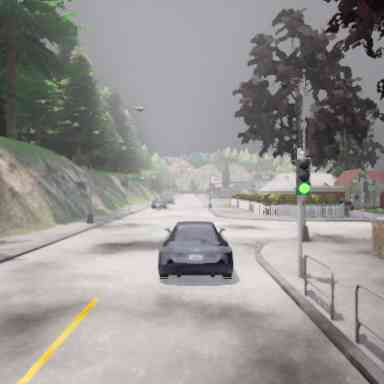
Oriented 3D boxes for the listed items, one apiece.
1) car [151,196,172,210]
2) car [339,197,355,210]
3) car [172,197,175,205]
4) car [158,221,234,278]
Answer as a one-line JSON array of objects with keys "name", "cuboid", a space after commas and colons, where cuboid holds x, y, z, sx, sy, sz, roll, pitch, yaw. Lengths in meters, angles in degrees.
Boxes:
[{"name": "car", "cuboid": [-4.081, 1.434, 42.466, 2.128, 1.511, 4.902, 0, 0, 0]}, {"name": "car", "cuboid": [15.792, 1.253, 35.963, 1.994, 1.381, 4.181, 0, 0, 0]}, {"name": "car", "cuboid": [-4.033, 1.471, 58.895, 2.033, 1.411, 5.357, 0, 0, 1]}, {"name": "car", "cuboid": [0.094, 1.551, 10.067, 1.994, 1.385, 4.181, 0, 0, 0]}]
